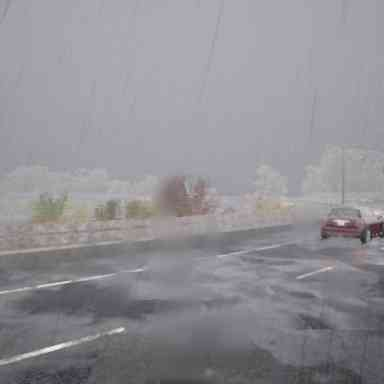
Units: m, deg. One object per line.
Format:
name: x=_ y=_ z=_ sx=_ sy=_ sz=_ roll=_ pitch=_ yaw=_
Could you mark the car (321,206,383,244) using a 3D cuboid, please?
car: x=8.428 y=1.521 z=17.110 sx=2.097 sy=1.767 sz=4.553 roll=0 pitch=0 yaw=43
